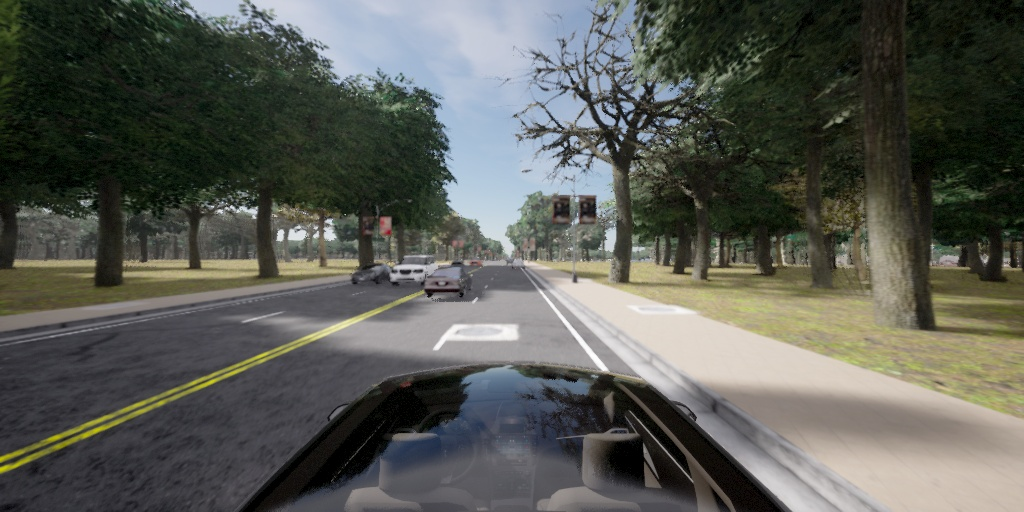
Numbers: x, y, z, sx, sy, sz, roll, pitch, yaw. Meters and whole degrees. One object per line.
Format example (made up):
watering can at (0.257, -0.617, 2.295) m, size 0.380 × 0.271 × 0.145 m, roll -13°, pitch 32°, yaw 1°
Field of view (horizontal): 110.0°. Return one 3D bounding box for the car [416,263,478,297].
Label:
car at (-3.171, 1.281, 18.698) m, size 2.033 × 1.411 × 5.357 m, roll 0°, pitch 0°, yaw 0°

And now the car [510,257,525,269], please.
car at (0.982, 1.196, 54.455) m, size 1.812 × 1.442 × 4.674 m, roll 0°, pitch 0°, yaw 0°

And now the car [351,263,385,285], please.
car at (-9.888, 1.249, 25.917) m, size 1.812 × 1.442 × 4.674 m, roll 0°, pitch 0°, yaw 0°

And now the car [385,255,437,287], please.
car at (-6.637, 0.947, 24.941) m, size 2.150 × 2.045 × 5.566 m, roll 0°, pitch 0°, yaw 0°
